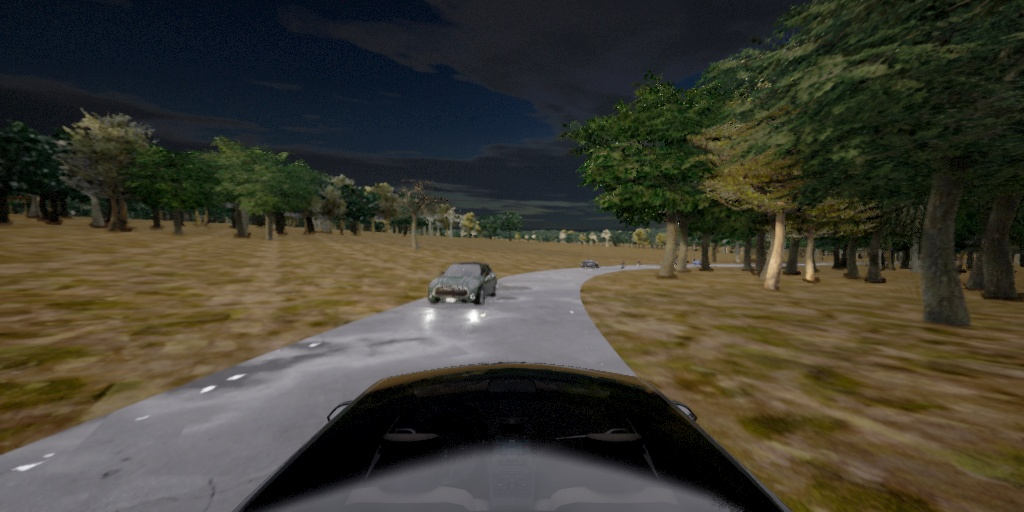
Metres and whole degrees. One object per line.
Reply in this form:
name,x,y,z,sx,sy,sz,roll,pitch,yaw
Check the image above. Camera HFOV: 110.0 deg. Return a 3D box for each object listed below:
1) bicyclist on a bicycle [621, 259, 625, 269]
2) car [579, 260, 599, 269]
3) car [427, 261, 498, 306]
bicyclist on a bicycle,17.810,1.348,57.400,0.582,1.620,1.656,3,1,34
car,11.890,1.262,55.113,1.994,1.385,4.181,3,1,31
car,-1.957,1.041,15.482,2.097,1.767,4.553,1,0,8
